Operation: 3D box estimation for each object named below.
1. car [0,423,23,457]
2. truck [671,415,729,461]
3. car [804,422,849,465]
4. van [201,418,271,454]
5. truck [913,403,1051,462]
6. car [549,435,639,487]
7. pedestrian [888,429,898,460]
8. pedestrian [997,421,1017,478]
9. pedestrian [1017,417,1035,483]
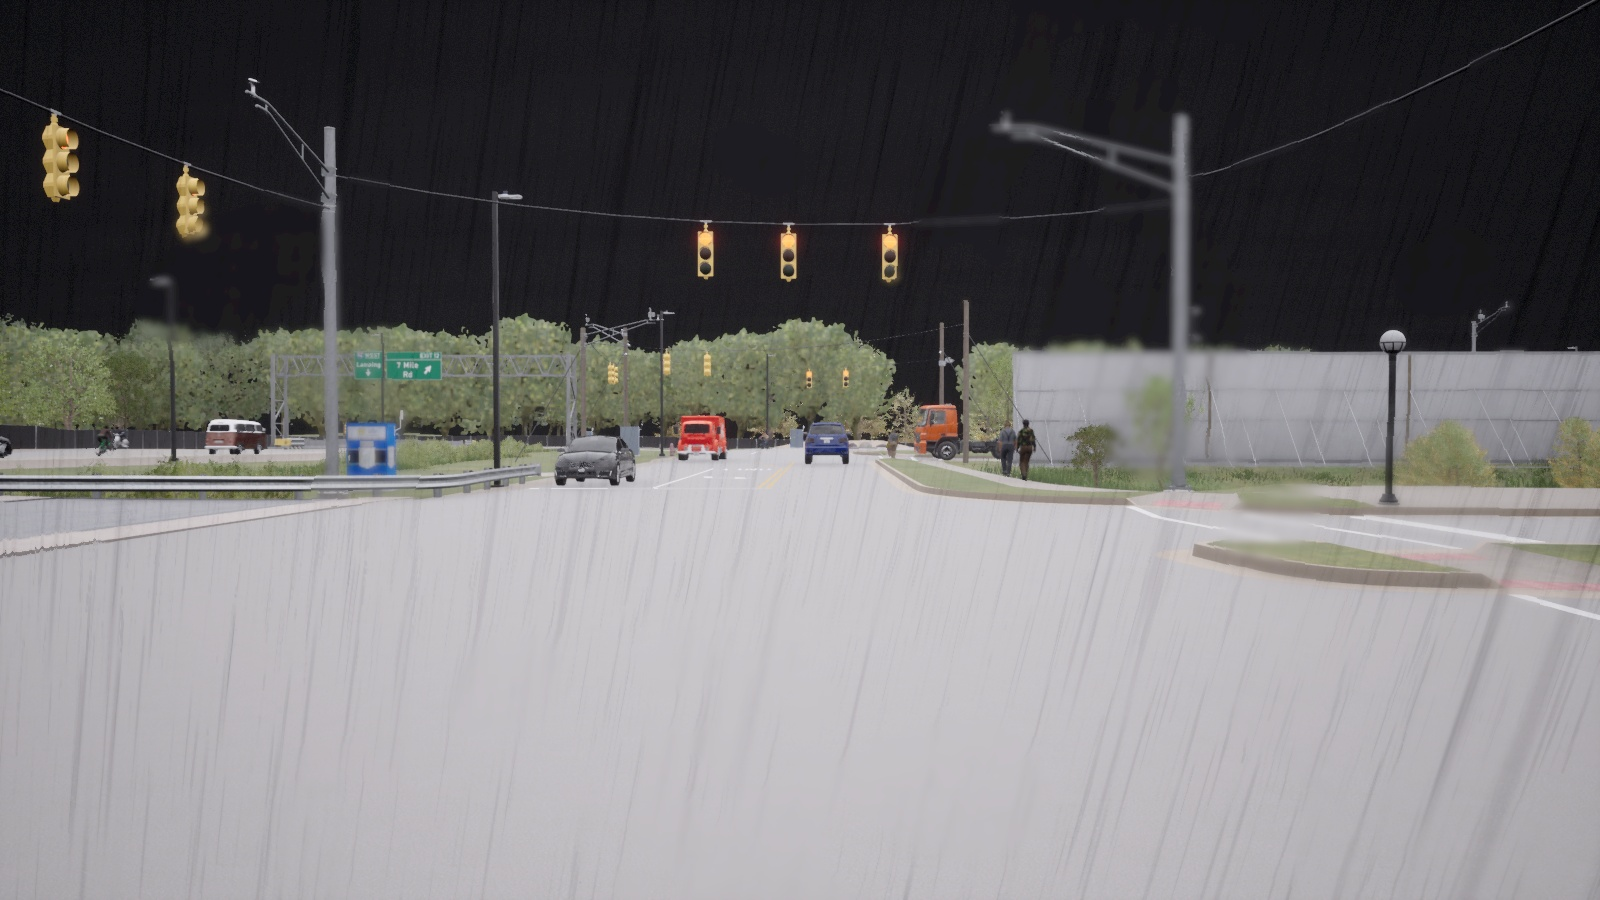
[{"bbox_3d":[-37.002,-0.457,55.598,2.128,1.511,4.902,0,0,1],"label":"car"},{"bbox_3d":[-5.462,-0.663,69.417,2.627,2.467,5.204,0,1,2],"label":"truck"},{"bbox_3d":[1.360,-0.350,62.966,2.150,2.045,5.566,0,1,2],"label":"car"},{"bbox_3d":[-33.146,-0.795,73.920,2.069,2.038,4.480,0,0,1],"label":"van"},{"bbox_3d":[11.122,-1.089,77.374,7.936,3.462,2.891,1,2,-4],"label":"truck"},{"bbox_3d":[-6.251,0.292,38.694,1.837,1.490,4.892,0,1,2],"label":"car"},{"bbox_3d":[5.602,-0.353,75.588,0.540,1.848,0.694,0,2,-1],"label":"pedestrian"},{"bbox_3d":[6.774,-0.028,41.146,0.540,1.848,0.694,0,2,1],"label":"pedestrian"},{"bbox_3d":[6.613,-0.012,36.814,0.395,1.930,0.692,0,2,1],"label":"pedestrian"}]
